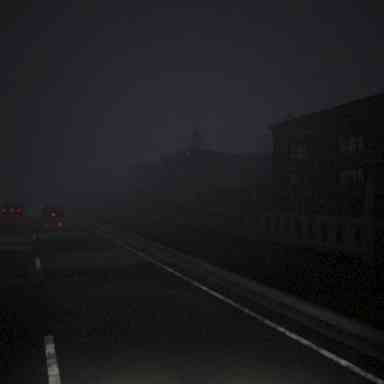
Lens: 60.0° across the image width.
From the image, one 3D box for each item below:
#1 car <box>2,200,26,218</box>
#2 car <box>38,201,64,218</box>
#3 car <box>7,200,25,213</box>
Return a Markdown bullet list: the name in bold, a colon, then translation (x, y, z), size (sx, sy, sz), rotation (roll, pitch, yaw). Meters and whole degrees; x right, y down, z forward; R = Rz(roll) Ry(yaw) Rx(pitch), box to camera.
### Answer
- **car**: translation (-17.982, 1.771, 33.421), size (2.033, 1.411, 5.357), rotation (0, 0, -26)
- **car**: translation (-13.793, 1.824, 32.804), size (1.895, 1.301, 4.718), rotation (0, 0, -26)
- **car**: translation (-22.613, 1.791, 42.771), size (1.837, 1.490, 4.892), rotation (0, 0, -26)
